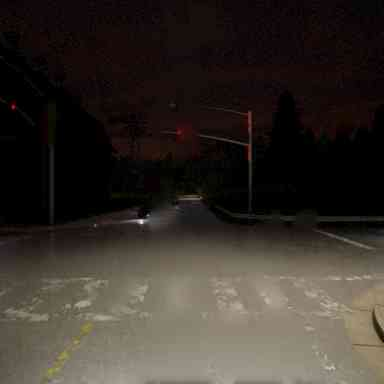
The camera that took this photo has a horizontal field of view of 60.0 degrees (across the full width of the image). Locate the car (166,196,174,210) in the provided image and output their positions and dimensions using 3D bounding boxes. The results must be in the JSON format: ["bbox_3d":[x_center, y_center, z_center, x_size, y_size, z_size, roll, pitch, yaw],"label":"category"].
[{"bbox_3d":[-3.531,1.505,39.566,1.837,1.490,4.892,0,0,0],"label":"car"}]

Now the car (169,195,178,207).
[{"bbox_3d":[-3.508,1.526,48.863,1.812,1.442,4.674,0,0,0],"label":"car"}]

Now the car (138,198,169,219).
[{"bbox_3d":[-3.548,1.547,29.821,2.033,1.411,5.357,0,0,0],"label":"car"}]
